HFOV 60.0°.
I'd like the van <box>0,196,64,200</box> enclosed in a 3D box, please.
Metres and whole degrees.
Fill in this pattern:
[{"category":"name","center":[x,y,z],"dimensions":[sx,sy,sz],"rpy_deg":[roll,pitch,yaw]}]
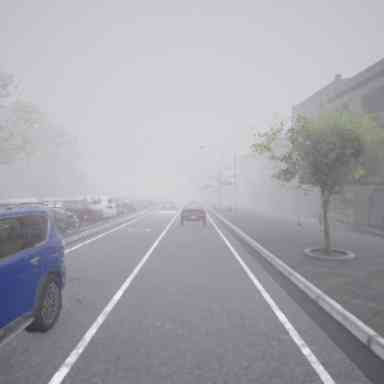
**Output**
[{"category":"van","center":[-8.732,1.319,15.670],"dimensions":[4.442,1.987,1.878],"rpy_deg":[0,0,0]}]

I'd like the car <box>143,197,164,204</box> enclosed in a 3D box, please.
[{"category":"car","center":[-8.967,1.969,77.337],"dimensions":[4.553,1.767,2.185],"rpy_deg":[0,-1,0]}]

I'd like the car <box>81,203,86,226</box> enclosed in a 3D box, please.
[{"category":"car","center":[-8.845,1.565,18.473],"dimensions":[4.892,1.521,2.231],"rpy_deg":[0,0,0]}]

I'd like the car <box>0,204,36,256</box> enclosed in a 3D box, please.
[{"category":"car","center":[-8.814,1.401,12.865],"dimensions":[4.553,1.767,2.185],"rpy_deg":[0,0,0]}]

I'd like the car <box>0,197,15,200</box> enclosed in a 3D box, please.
[{"category":"car","center":[-8.873,1.260,10.065],"dimensions":[5.566,2.045,2.435],"rpy_deg":[0,0,0]}]

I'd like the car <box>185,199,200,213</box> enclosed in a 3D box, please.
[{"category":"car","center":[0.087,1.732,42.192],"dimensions":[1.801,1.575,5.366],"rpy_deg":[0,-1,0]}]

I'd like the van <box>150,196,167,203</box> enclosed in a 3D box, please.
[{"category":"van","center":[-9.073,2.007,91.352],"dimensions":[4.442,1.987,1.878],"rpy_deg":[0,0,0]}]

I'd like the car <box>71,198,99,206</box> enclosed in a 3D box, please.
[{"category":"car","center":[-22.008,2.009,68.536],"dimensions":[4.892,1.521,2.231],"rpy_deg":[0,-1,0]}]

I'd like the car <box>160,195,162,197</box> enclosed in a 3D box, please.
[{"category":"car","center":[-8.888,1.858,66.125],"dimensions":[4.553,1.767,2.185],"rpy_deg":[0,-1,0]}]

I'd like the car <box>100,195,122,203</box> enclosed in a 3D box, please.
[{"category":"car","center":[-22.063,1.976,90.743],"dimensions":[5.566,2.045,2.435],"rpy_deg":[0,-1,0]}]

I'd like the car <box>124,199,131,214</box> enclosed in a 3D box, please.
[{"category":"car","center":[-8.841,1.689,32.487],"dimensions":[4.792,1.488,2.163],"rpy_deg":[0,0,0]}]

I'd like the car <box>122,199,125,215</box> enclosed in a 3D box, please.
[{"category":"car","center":[-8.861,1.640,29.690],"dimensions":[4.892,1.521,2.231],"rpy_deg":[0,0,0]}]

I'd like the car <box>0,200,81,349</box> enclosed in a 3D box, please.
[{"category":"car","center":[-3.350,1.230,3.897],"dimensions":[2.150,2.045,5.566],"rpy_deg":[0,0,0]}]

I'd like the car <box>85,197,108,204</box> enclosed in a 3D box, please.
[{"category":"car","center":[-22.046,1.965,76.863],"dimensions":[4.553,1.767,2.185],"rpy_deg":[0,-1,0]}]

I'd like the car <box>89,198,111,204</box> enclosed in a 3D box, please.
[{"category":"car","center":[-21.990,2.147,79.639],"dimensions":[4.792,1.488,2.163],"rpy_deg":[0,-1,0]}]

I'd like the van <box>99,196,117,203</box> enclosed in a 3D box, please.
[{"category":"van","center":[-22.148,1.975,87.967],"dimensions":[4.442,1.987,1.878],"rpy_deg":[0,-1,0]}]

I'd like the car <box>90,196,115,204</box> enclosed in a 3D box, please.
[{"category":"car","center":[-22.052,1.894,82.417],"dimensions":[5.566,2.045,2.435],"rpy_deg":[0,-1,0]}]

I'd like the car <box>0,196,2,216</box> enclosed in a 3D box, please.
[{"category":"car","center":[-21.921,1.407,32.299],"dimensions":[5.566,2.045,2.435],"rpy_deg":[0,0,0]}]

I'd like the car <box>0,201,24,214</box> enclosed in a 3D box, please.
[{"category":"car","center":[-21.955,1.744,37.744],"dimensions":[4.674,1.452,2.002],"rpy_deg":[0,0,0]}]

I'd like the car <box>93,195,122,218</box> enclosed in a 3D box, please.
[{"category":"car","center":[-8.890,1.369,26.884],"dimensions":[5.566,2.045,2.435],"rpy_deg":[0,0,0]}]

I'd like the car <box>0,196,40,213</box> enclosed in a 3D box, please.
[{"category":"car","center":[-21.932,1.480,40.654],"dimensions":[5.566,2.045,2.435],"rpy_deg":[0,-1,0]}]

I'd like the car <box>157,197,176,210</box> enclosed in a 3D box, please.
[{"category":"car","center":[-3.330,1.824,47.930],"dimensions":[2.128,1.511,4.902],"rpy_deg":[0,-1,0]}]

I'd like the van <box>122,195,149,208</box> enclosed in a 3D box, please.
[{"category":"van","center":[-8.774,1.563,46.504],"dimensions":[4.442,1.987,1.878],"rpy_deg":[0,-1,0]}]

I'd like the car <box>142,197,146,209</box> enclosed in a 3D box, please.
[{"category":"car","center":[-8.915,1.790,43.698],"dimensions":[4.792,1.488,2.163],"rpy_deg":[0,-1,0]}]

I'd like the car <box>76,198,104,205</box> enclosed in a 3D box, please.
[{"category":"car","center":[-21.821,2.032,71.313],"dimensions":[5.366,1.575,1.946],"rpy_deg":[0,-1,0]}]

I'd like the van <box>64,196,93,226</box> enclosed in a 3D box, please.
[{"category":"van","center":[-8.970,1.357,21.277],"dimensions":[4.442,1.987,1.878],"rpy_deg":[0,0,0]}]

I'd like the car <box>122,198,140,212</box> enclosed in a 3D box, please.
[{"category":"car","center":[-8.873,1.706,38.095],"dimensions":[5.008,1.535,2.097],"rpy_deg":[0,-1,0]}]

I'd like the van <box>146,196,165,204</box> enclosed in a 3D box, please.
[{"category":"van","center":[-9.060,1.924,82.944],"dimensions":[4.442,1.987,1.878],"rpy_deg":[0,-1,0]}]

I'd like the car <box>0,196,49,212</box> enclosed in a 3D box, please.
[{"category":"car","center":[-21.937,1.506,43.316],"dimensions":[5.566,2.045,2.435],"rpy_deg":[0,-1,0]}]

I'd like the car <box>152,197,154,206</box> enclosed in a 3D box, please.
[{"category":"car","center":[-8.869,1.874,52.107],"dimensions":[4.792,1.488,2.163],"rpy_deg":[0,-1,0]}]

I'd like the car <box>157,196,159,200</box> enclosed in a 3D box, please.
[{"category":"car","center":[-8.942,1.802,60.518],"dimensions":[4.553,1.767,2.185],"rpy_deg":[0,-1,0]}]

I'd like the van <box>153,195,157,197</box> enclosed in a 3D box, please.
[{"category":"van","center":[-8.790,1.674,57.716],"dimensions":[4.442,1.987,1.878],"rpy_deg":[0,-1,0]}]

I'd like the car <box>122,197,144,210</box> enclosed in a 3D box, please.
[{"category":"car","center":[-9.068,1.730,40.895],"dimensions":[5.366,1.575,1.946],"rpy_deg":[0,-1,0]}]

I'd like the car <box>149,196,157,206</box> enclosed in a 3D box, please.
[{"category":"car","center":[-8.897,1.872,54.911],"dimensions":[5.008,1.535,2.097],"rpy_deg":[0,-1,0]}]

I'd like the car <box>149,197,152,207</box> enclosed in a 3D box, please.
[{"category":"car","center":[-8.865,1.846,49.304],"dimensions":[4.792,1.488,2.163],"rpy_deg":[0,-1,0]}]

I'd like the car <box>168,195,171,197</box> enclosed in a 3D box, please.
[{"category":"car","center":[-8.924,1.955,88.552],"dimensions":[5.566,2.045,2.435],"rpy_deg":[0,-1,0]}]

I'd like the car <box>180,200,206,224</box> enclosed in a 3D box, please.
[{"category":"car","center":[0.097,1.624,25.870],"dimensions":[1.882,1.535,5.008],"rpy_deg":[0,0,0]}]

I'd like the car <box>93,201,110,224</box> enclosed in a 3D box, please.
[{"category":"car","center":[-8.852,1.601,24.079],"dimensions":[5.008,1.535,2.097],"rpy_deg":[0,0,0]}]

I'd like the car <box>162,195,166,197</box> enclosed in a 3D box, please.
[{"category":"car","center":[-8.895,1.760,68.929],"dimensions":[5.566,2.045,2.435],"rpy_deg":[0,-1,0]}]
